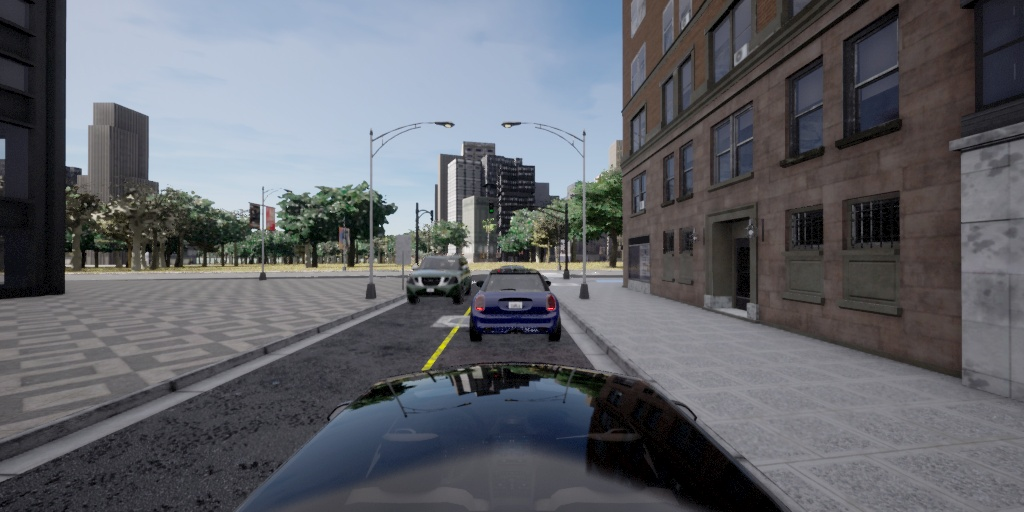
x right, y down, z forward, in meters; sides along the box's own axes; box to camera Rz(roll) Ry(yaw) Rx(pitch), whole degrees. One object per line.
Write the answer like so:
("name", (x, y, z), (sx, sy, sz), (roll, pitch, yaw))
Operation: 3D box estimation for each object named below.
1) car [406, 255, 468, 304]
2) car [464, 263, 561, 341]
("car", (-3.145, 0.975, 16.550), (2.150, 2.045, 5.566), (0, 0, 0))
("car", (0.057, 1.103, 10.018), (2.097, 1.767, 4.553), (0, 0, -1))
